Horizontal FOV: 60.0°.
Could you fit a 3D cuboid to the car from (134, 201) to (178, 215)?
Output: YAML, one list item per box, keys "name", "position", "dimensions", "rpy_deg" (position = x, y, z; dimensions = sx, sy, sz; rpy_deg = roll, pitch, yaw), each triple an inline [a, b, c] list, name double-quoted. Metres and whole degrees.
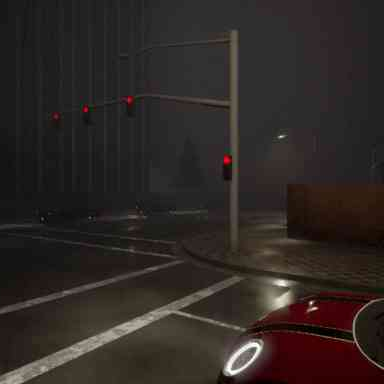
- name: "car"
  position: [-3.596, 1.601, 33.648]
  dimensions: [1.895, 1.301, 4.718]
  rpy_deg: [0, 0, 35]

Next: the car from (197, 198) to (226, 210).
- name: "car"
  position: [2.522, 1.492, 42.243]
  dimensions: [2.128, 1.511, 4.902]
  rpy_deg: [0, 0, 36]

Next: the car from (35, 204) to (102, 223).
- name: "car"
  position: [-9.376, 1.601, 25.493]
  dimensions: [1.895, 1.301, 4.718]
  rpy_deg: [0, 0, 35]

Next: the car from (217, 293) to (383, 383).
- name: "car"
  position: [2.394, 1.352, 2.250]
  dimensions: [4.553, 1.767, 2.097]
  rpy_deg: [0, 0, 36]
